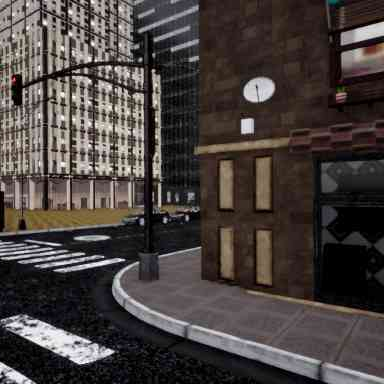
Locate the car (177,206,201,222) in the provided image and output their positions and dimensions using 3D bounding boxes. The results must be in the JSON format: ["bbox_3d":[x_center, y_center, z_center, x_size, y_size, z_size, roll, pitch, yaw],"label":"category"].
[{"bbox_3d":[-0.317,1.974,30.496,2.008,1.369,4.403,-2,-2,35],"label":"car"}]

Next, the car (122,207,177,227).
[{"bbox_3d":[-3.524,1.893,25.943,2.008,1.369,4.403,-2,-2,35],"label":"car"}]
